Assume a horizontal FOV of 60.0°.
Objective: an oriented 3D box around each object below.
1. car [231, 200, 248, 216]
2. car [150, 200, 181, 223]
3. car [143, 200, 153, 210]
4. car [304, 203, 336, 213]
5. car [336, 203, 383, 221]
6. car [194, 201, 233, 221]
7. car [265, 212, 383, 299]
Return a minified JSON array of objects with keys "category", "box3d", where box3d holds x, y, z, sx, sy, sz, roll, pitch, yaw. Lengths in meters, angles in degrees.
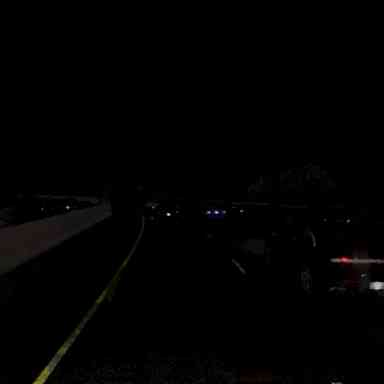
[{"category":"car","box3d":[4.061,1.537,32.309,1.812,1.442,4.674,0,0,-10]},{"category":"car","box3d":[-1.968,1.582,25.750,1.994,1.385,4.181,0,0,-8]},{"category":"car","box3d":[-5.227,1.633,42.559,1.895,1.301,4.718,0,0,-13]},{"category":"car","box3d":[9.098,1.503,22.157,1.837,1.490,4.892,0,0,-7]},{"category":"car","box3d":[6.722,1.216,9.727,2.150,2.045,5.566,0,0,-3]},{"category":"car","box3d":[1.425,1.560,27.007,2.033,1.411,5.357,0,0,-9]},{"category":"car","box3d":[3.270,1.491,8.476,2.128,1.511,4.902,0,0,-3]}]
